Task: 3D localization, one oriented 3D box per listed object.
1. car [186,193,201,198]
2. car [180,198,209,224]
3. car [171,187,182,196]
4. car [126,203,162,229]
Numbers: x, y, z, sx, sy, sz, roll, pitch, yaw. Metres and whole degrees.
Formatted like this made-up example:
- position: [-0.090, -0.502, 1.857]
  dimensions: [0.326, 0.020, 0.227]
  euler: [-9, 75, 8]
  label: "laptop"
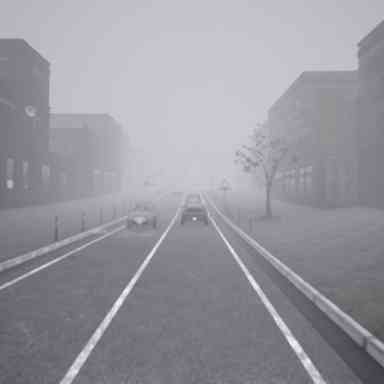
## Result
- position: [0.229, 0.917, 42.749]
  dimensions: [2.033, 1.649, 4.856]
  euler: [0, 2, 0]
  label: "car"
- position: [0.175, 1.467, 24.425]
  dimensions: [1.837, 1.490, 4.892]
  euler: [0, 1, 0]
  label: "car"
- position: [-2.833, -0.142, 62.626]
  dimensions: [1.882, 1.535, 5.008]
  euler: [0, 3, 1]
  label: "car"
- position: [-3.032, 1.476, 21.757]
  dimensions: [2.128, 1.511, 4.902]
  euler: [0, 0, 0]
  label: "car"
